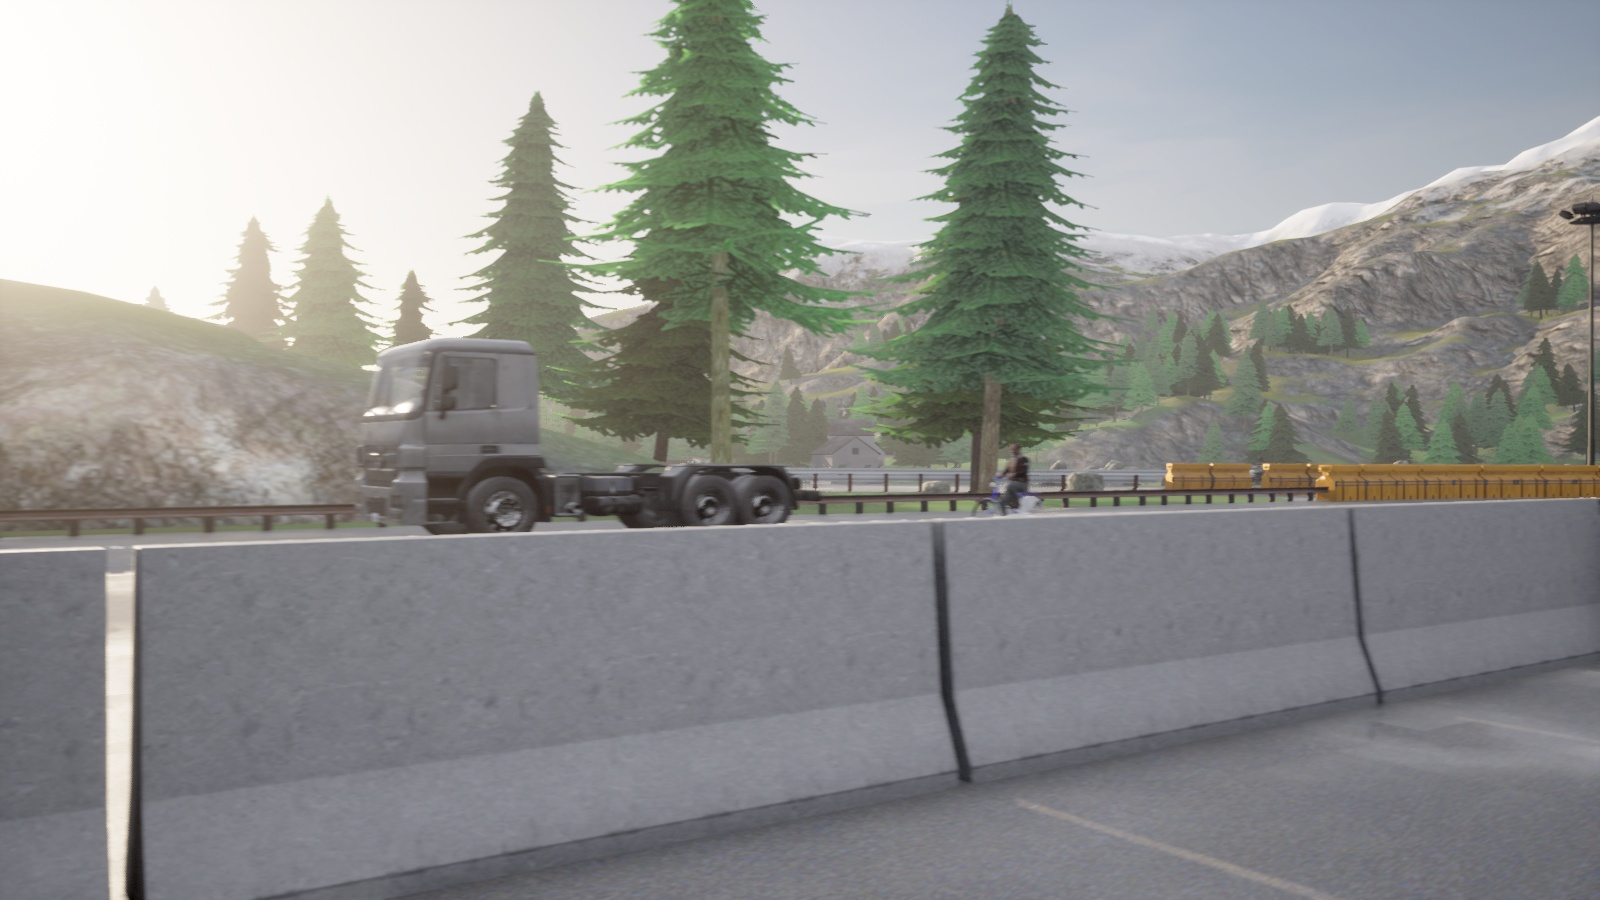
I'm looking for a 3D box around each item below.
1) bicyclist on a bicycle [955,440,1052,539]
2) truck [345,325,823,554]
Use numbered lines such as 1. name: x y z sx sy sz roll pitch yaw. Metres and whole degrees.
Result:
1. bicyclist on a bicycle: 3.796 0.721 23.357 1.843 1.776 0.659 0 0 -35
2. truck: -3.660 -0.141 22.436 7.936 3.462 2.891 0 0 -35
